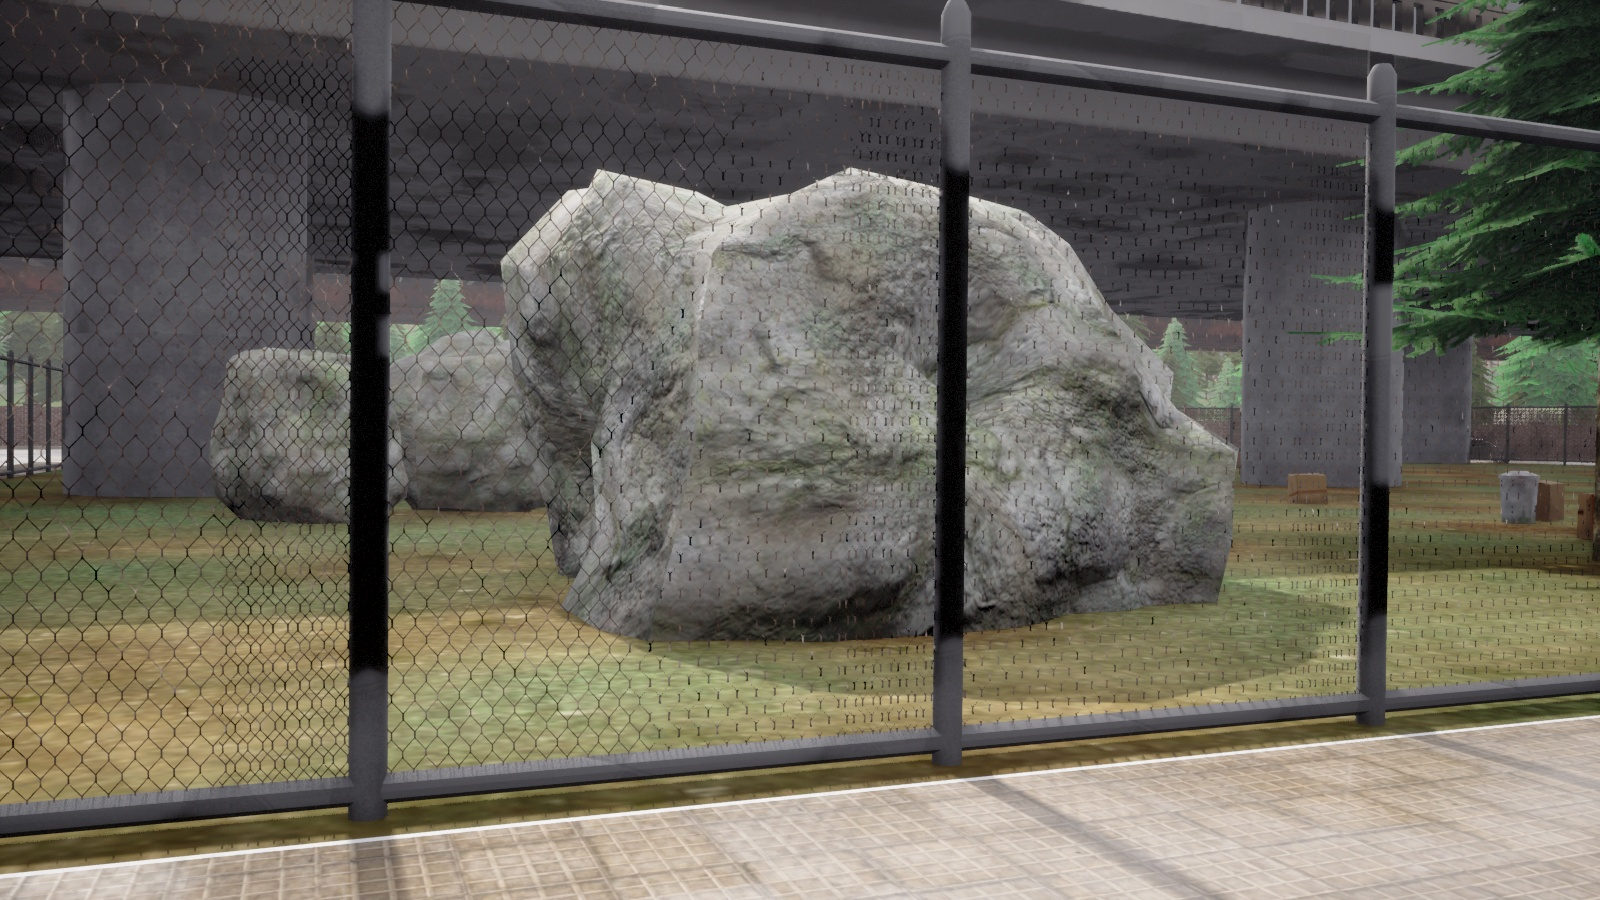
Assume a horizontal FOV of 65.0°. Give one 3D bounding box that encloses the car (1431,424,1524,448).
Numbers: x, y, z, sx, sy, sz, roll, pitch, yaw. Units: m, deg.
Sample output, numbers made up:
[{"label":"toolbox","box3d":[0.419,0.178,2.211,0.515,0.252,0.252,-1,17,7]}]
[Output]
[{"label":"car","box3d":[41.982,-0.861,77.813,4.892,1.490,1.837,0,1,35]}]
